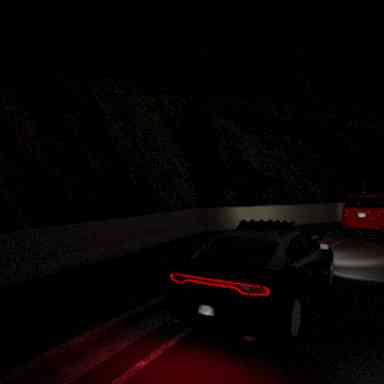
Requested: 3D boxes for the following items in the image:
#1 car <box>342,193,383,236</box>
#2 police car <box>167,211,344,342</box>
[{"bbox_3d":[9.224,1.057,16.191,5.566,2.045,2.150,-1,0,-44],"label":"car"},{"bbox_3d":[1.571,1.383,6.725,1.930,1.638,5.238,-1,0,32],"label":"police car"}]
